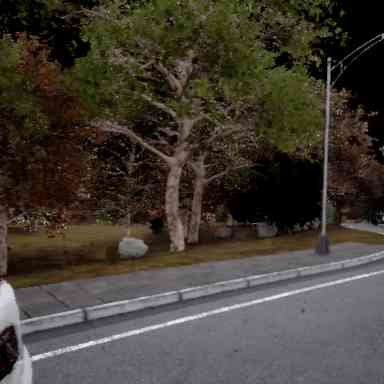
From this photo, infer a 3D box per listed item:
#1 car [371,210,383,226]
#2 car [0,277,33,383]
[{"bbox_3d":[24.375,3.276,41.124,5.566,2.045,2.150,4,-3,-37],"label":"car"},{"bbox_3d":[-3.723,1.217,1.338,5.566,2.045,2.150,0,0,-36],"label":"car"}]
